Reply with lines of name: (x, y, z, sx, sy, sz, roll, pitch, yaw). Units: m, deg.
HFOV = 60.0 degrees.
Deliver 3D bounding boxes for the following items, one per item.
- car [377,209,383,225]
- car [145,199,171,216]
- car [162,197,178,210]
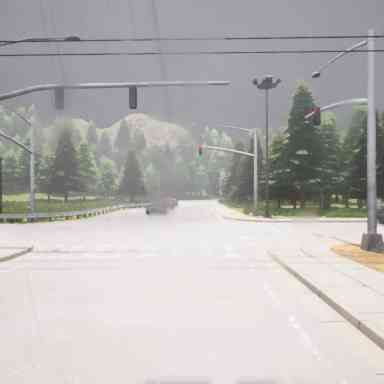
car: (14.623, 1.362, 22.123, 4.553, 1.767, 2.097, 0, 0, 1)
car: (-3.536, 1.673, 33.945, 1.994, 1.385, 4.181, 0, 0, 0)
car: (-3.497, 1.489, 45.768, 2.097, 1.767, 4.553, 0, 0, 0)
